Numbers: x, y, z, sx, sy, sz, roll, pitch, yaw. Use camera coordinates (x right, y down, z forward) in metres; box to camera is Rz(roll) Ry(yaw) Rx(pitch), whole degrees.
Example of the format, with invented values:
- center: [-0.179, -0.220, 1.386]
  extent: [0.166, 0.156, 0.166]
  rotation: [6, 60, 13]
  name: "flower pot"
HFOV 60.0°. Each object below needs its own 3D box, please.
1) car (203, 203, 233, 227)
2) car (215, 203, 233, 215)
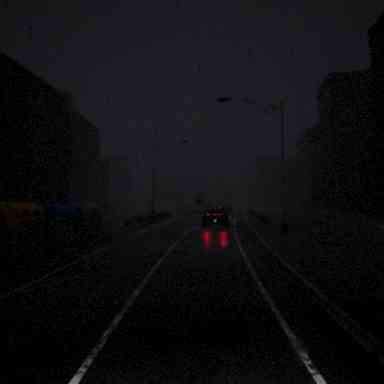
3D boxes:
- center: [1.876, 1.789, 25.274]
  extent: [2.128, 1.511, 4.902]
  rotation: [-1, -1, 7]
  name: "car"
- center: [4.163, 2.164, 42.837]
  extent: [2.128, 1.511, 4.902]
  rotation: [-1, -3, 8]
  name: "car"
